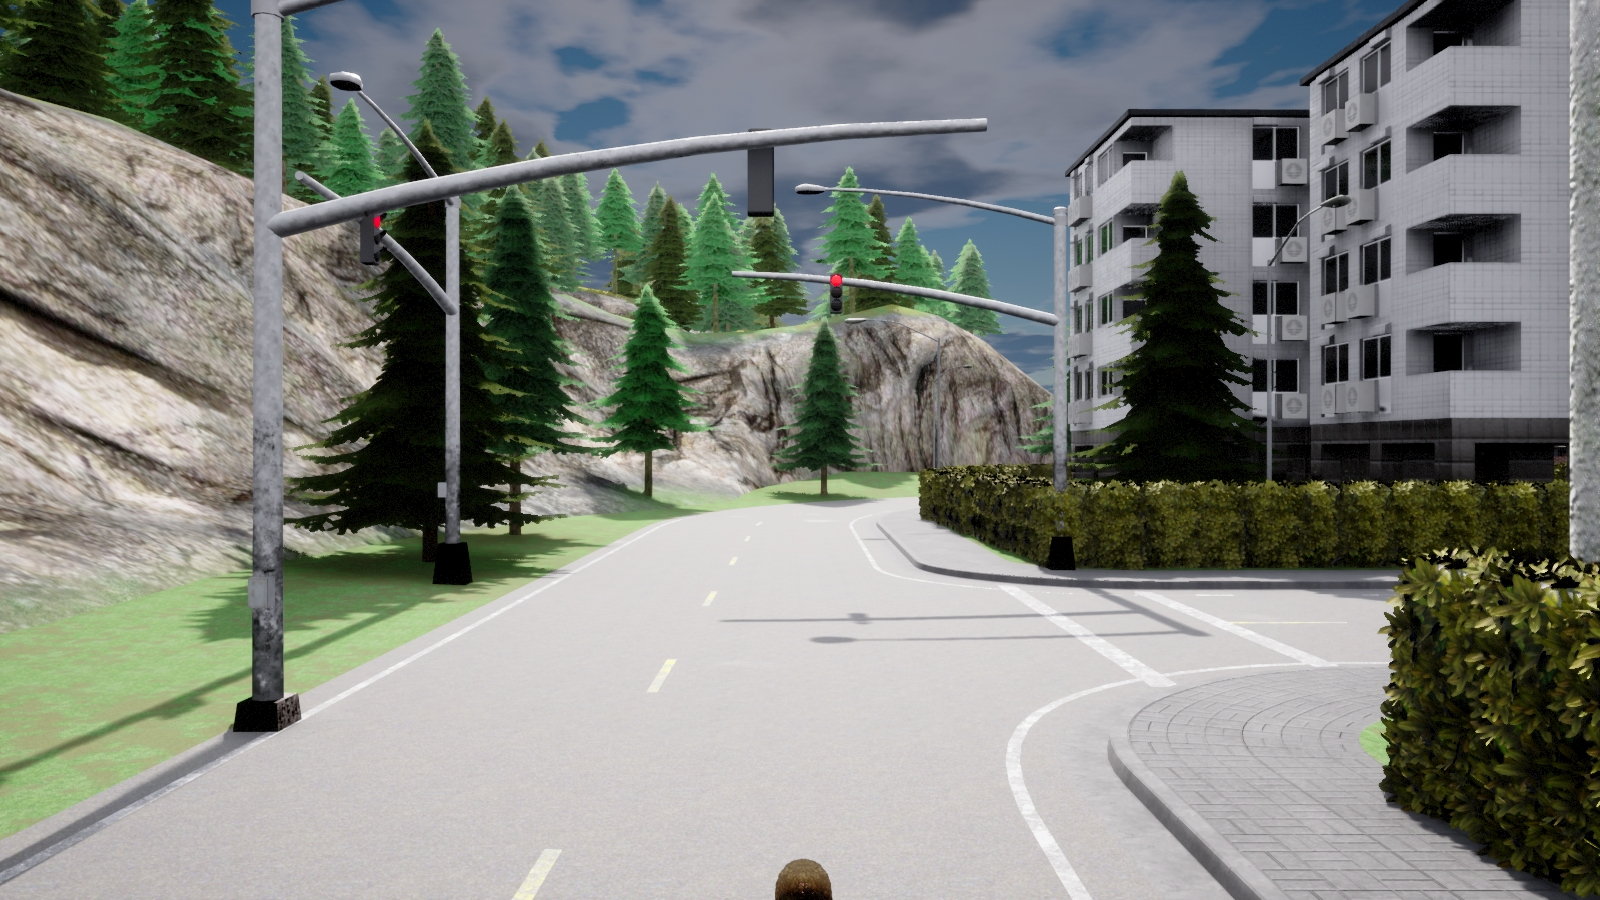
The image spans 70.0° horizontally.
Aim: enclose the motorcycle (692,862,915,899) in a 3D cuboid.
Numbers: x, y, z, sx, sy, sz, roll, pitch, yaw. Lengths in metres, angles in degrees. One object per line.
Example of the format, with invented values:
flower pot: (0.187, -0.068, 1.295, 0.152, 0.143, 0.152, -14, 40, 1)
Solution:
motorcycle: (0.010, 2.193, 3.477, 0.803, 1.145, 2.033, 0, 0, 0)
